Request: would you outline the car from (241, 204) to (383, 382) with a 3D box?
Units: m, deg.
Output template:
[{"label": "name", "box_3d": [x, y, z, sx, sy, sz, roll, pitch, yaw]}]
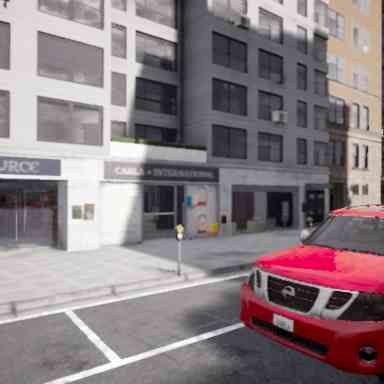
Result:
[{"label": "car", "box_3d": [3.367, 1.262, 5.666, 5.566, 2.045, 2.150, 0, 0, -35]}]

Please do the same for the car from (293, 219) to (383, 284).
[{"label": "car", "box_3d": [5.212, 1.652, 10.279, 4.206, 1.307, 1.802, 0, 0, -36]}]

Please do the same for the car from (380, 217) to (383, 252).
[{"label": "car", "box_3d": [9.700, 1.665, 13.502, 4.313, 1.339, 1.947, 0, 0, -36]}]
